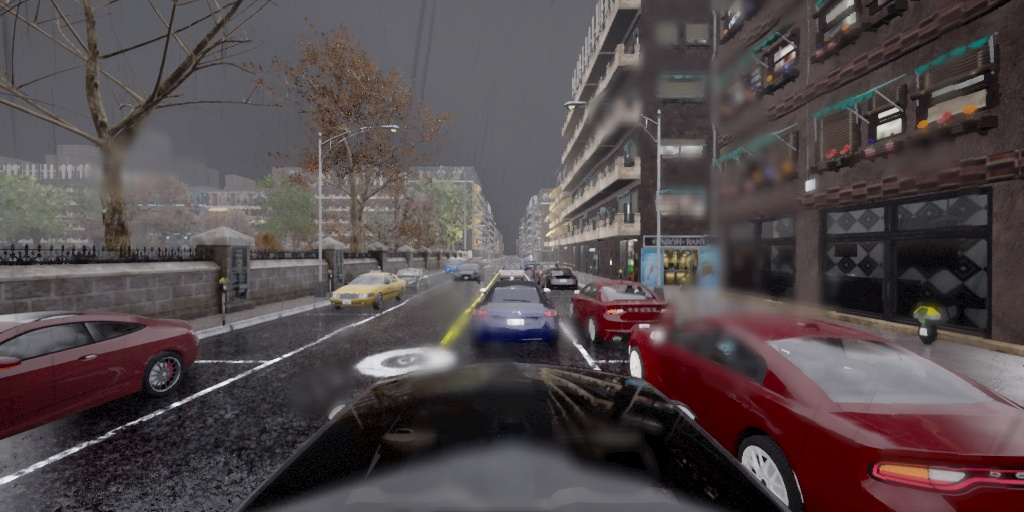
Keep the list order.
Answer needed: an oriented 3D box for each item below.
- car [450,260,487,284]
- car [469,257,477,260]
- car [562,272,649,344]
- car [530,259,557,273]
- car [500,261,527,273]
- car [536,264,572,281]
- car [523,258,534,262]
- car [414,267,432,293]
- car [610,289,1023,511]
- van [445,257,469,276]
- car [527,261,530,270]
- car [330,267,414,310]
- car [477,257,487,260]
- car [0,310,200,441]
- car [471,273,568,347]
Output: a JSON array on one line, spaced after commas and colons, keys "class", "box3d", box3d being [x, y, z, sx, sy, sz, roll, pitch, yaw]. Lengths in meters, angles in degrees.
[{"class": "car", "box3d": [-3.153, 1.257, 27.052, 1.837, 1.490, 4.892, 0, 0, 0]}, {"class": "car", "box3d": [-5.785, 1.070, 42.659, 2.192, 1.841, 5.009, 0, 0, 0]}, {"class": "car", "box3d": [2.674, 1.295, 9.469, 1.888, 1.381, 4.507, 0, 0, 0]}, {"class": "car", "box3d": [2.635, 1.191, 26.074, 1.967, 1.591, 4.097, 0, 0, 0]}, {"class": "car", "box3d": [0.034, 1.353, 29.341, 1.895, 1.301, 4.718, 0, 0, 1]}, {"class": "car", "box3d": [2.648, 1.316, 20.539, 1.948, 1.339, 4.313, 0, 0, 0]}, {"class": "car", "box3d": [2.583, 1.323, 48.214, 1.948, 1.339, 4.313, 0, 0, 0]}, {"class": "car", "box3d": [-5.733, 1.301, 20.519, 2.007, 1.370, 4.403, 0, 0, 0]}, {"class": "car", "box3d": [2.686, 1.295, 3.934, 1.888, 1.381, 4.507, 0, 0, 0]}, {"class": "van", "box3d": [-5.772, 1.095, 37.123, 1.690, 1.789, 3.998, 0, 0, 0]}, {"class": "car", "box3d": [2.622, 1.319, 31.609, 1.948, 1.339, 4.313, 0, 0, 0]}, {"class": "car", "box3d": [-5.719, 1.275, 14.814, 1.751, 1.417, 4.829, 0, 0, 0]}, {"class": "car", "box3d": [-5.823, 1.076, 59.265, 2.192, 1.841, 5.009, 0, 0, 0]}, {"class": "car", "box3d": [-5.694, 1.332, 3.914, 1.802, 1.307, 4.207, 0, 0, 0]}, {"class": "car", "box3d": [0.082, 1.314, 9.307, 1.994, 1.385, 4.181, 0, 0, 0]}]
